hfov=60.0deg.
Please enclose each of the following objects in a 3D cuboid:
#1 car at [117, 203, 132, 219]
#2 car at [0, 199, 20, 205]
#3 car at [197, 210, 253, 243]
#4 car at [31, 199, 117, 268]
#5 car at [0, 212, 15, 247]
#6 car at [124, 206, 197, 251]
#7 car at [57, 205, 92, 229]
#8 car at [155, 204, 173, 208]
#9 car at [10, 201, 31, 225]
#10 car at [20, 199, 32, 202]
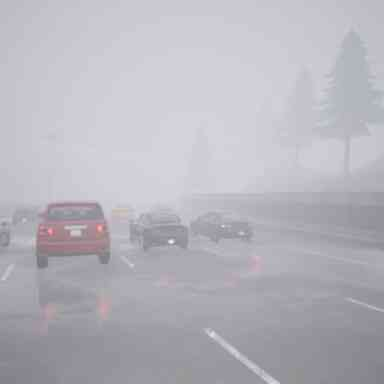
[{"bbox_3d":[-6.050,1.706,29.083,1.882,1.535,5.008,0,0,-14],"label":"car"},{"bbox_3d":[-31.277,1.959,58.759,1.882,1.535,5.008,0,0,-1],"label":"car"},{"bbox_3d":[1.405,1.653,16.828,1.812,1.442,4.674,0,0,-20],"label":"car"},{"bbox_3d":[-4.280,1.313,11.975,2.150,2.045,5.566,0,-1,-21],"label":"car"},{"bbox_3d":[-8.286,1.632,12.755,1.812,1.442,4.674,0,0,-20],"label":"car"},{"bbox_3d":[-1.614,1.622,14.870,1.837,1.490,4.892,0,0,-20],"label":"car"},{"bbox_3d":[-8.600,1.747,24.822,2.033,1.411,5.357,0,0,-15],"label":"car"},{"bbox_3d":[-2.585,1.754,29.621,1.812,1.442,4.674,0,0,-14],"label":"car"},{"bbox_3d":[-12.488,1.718,25.953,1.837,1.490,4.892,0,0,-14],"label":"car"},{"bbox_3d":[-27.763,1.982,58.812,1.837,1.490,4.892,0,0,-1],"label":"car"}]
